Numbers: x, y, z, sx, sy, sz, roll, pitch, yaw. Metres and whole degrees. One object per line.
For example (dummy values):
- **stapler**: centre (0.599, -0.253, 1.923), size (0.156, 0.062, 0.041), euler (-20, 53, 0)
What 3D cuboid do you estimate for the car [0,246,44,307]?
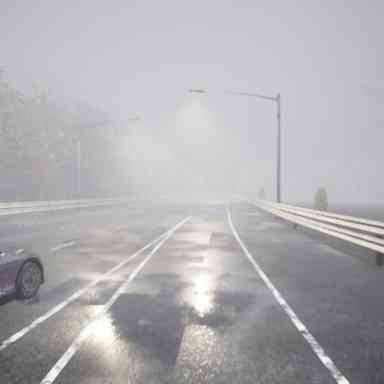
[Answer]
- **car**: centre (-4.448, 1.435, 5.525), size (2.033, 1.649, 4.856), euler (0, 0, 6)
